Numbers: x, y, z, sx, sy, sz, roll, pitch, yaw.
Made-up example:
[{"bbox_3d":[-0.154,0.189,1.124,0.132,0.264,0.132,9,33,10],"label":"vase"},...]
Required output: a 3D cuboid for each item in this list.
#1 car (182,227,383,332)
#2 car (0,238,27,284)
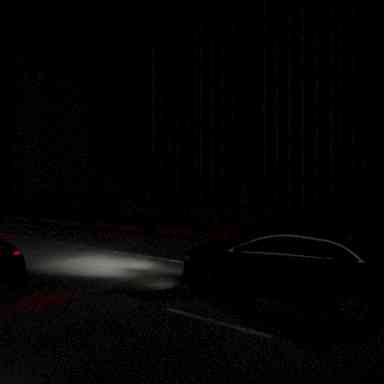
[{"bbox_3d":[2.027,1.484,6.846,4.902,1.511,2.128,0,0,36],"label":"car"},{"bbox_3d":[-5.976,1.537,8.256,4.181,1.385,1.994,0,0,36],"label":"car"}]
